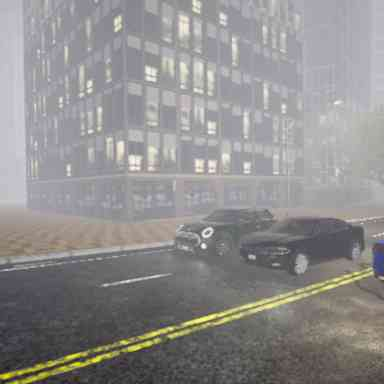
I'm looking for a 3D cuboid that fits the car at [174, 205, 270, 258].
[{"bbox_3d":[1.518,1.377,13.090,4.553,1.767,2.097,0,0,-38],"label":"car"}]

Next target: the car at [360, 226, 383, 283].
[{"bbox_3d":[6.469,1.481,8.451,5.008,1.535,1.882,0,0,-38],"label":"car"}]

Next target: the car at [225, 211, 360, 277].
[{"bbox_3d":[3.597,1.492,10.581,5.008,1.535,1.882,0,0,-38],"label":"car"}]
